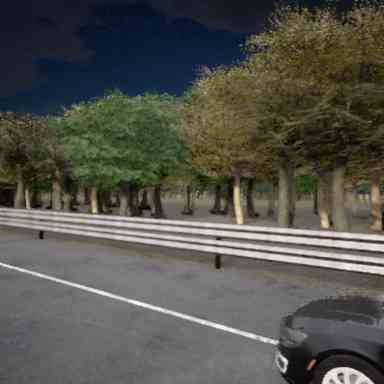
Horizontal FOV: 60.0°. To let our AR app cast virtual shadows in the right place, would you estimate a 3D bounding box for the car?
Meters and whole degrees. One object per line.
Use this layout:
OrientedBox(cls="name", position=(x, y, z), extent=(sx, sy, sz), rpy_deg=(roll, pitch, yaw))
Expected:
OrientedBox(cls="car", position=(3.215, 1.562, 2.985), extent=(4.892, 1.490, 1.837), rpy_deg=(0, -1, 37))
